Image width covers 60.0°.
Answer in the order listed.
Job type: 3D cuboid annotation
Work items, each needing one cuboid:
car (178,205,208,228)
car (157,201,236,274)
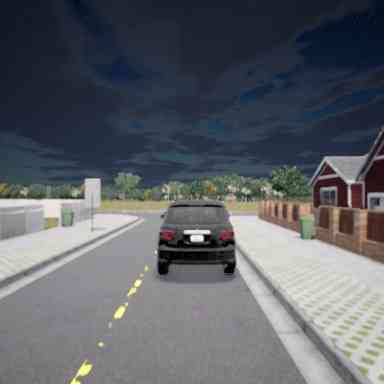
[{"bbox_3d":[0.082,1.756,25.377,2.033,1.411,5.357,0,-1,0],"label":"car"},{"bbox_3d":[0.099,1.304,10.965,2.150,2.045,5.566,0,-1,-1],"label":"car"}]
